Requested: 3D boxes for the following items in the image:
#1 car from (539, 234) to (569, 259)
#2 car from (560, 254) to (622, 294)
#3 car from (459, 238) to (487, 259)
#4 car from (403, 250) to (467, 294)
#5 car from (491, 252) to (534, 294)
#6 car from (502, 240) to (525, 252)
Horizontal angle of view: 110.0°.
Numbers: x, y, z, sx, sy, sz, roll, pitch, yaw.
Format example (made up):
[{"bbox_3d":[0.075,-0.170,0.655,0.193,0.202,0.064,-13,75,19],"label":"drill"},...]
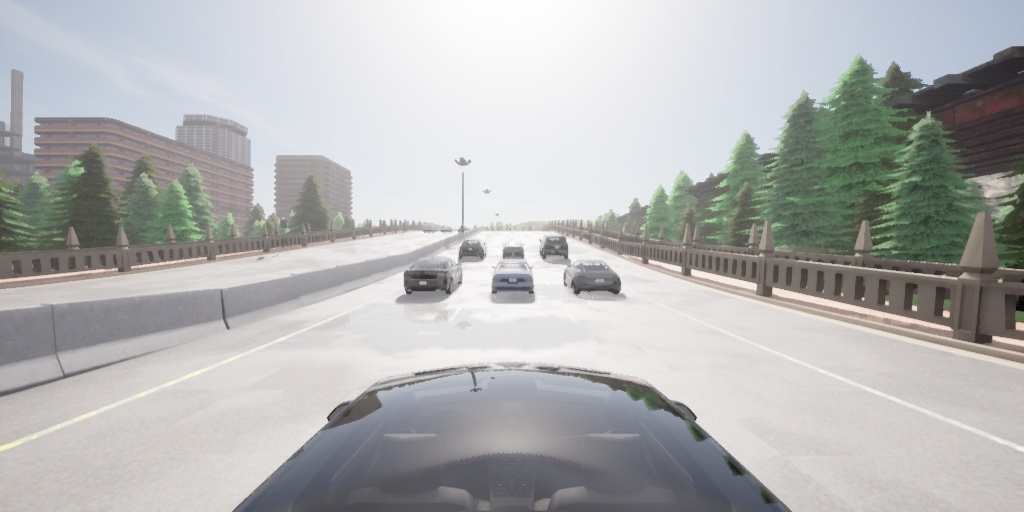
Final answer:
[{"bbox_3d":[3.621,-0.891,31.412,2.150,2.045,5.566,0,7,0],"label":"car"},{"bbox_3d":[3.539,0.834,16.420,1.994,1.385,4.181,0,4,0],"label":"car"},{"bbox_3d":[-3.379,-0.776,31.397,2.097,1.767,4.553,0,6,0],"label":"car"},{"bbox_3d":[-3.461,0.744,16.453,1.882,1.535,5.008,0,4,0],"label":"car"},{"bbox_3d":[0.039,0.823,16.438,2.033,1.411,5.357,0,4,0],"label":"car"},{"bbox_3d":[0.121,-0.651,31.423,2.128,1.511,4.902,0,7,0],"label":"car"}]
